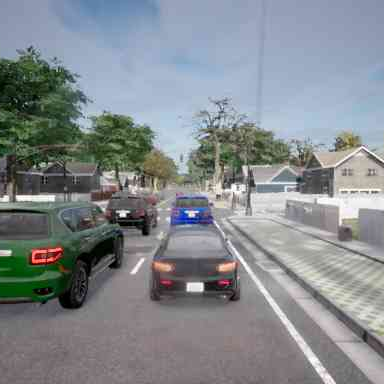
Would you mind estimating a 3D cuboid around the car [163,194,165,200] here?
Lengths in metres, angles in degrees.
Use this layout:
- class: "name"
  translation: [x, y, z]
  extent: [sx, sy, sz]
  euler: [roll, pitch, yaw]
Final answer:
- class: "car"
  translation: [-6.509, 0.862, 66.343]
  extent: [2.128, 1.511, 4.902]
  euler: [0, 1, 1]

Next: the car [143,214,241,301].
- class: "car"
  translation: [0.067, 1.514, 8.190]
  extent: [1.812, 1.442, 4.674]
  euler: [0, 0, 0]

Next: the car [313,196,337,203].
- class: "car"
  translation: [13.287, 1.200, 34.372]
  extent: [4.902, 1.511, 2.128]
  euler: [0, 1, -2]

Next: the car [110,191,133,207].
- class: "car"
  translation: [-9.835, 0.891, 46.867]
  extent: [2.150, 2.045, 5.566]
  euler: [0, 1, 0]

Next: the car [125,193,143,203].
- class: "car"
  translation: [-9.819, 1.047, 56.547]
  extent: [2.128, 1.511, 4.902]
  euler: [0, 1, 0]

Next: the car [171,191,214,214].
- class: "car"
  translation: [0.026, 1.160, 18.223]
  extent: [2.150, 2.045, 5.566]
  euler: [0, 0, 1]

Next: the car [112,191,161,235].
- class: "car"
  translation: [-3.222, 1.159, 18.348]
  extent: [2.150, 2.045, 5.566]
  euler: [0, 0, 1]

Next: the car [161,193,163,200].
- class: "car"
  translation: [-6.566, 1.124, 56.222]
  extent: [1.994, 1.385, 4.181]
  euler: [0, 1, 1]

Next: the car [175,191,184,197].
- class: "car"
  translation: [-3.226, 0.437, 86.411]
  extent: [1.994, 1.385, 4.181]
  euler: [0, 1, 0]

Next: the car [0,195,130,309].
- class: "car"
  translation: [-3.186, 1.210, 7.997]
  extent: [2.150, 2.045, 5.566]
  euler: [0, 0, 1]

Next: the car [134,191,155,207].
- class: "car"
  translation: [-6.584, 0.892, 46.814]
  extent: [2.150, 2.045, 5.566]
  euler: [0, 1, 0]

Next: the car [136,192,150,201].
- class: "car"
  translation: [-9.749, 0.858, 66.521]
  extent: [2.128, 1.511, 4.902]
  euler: [0, 1, 1]
